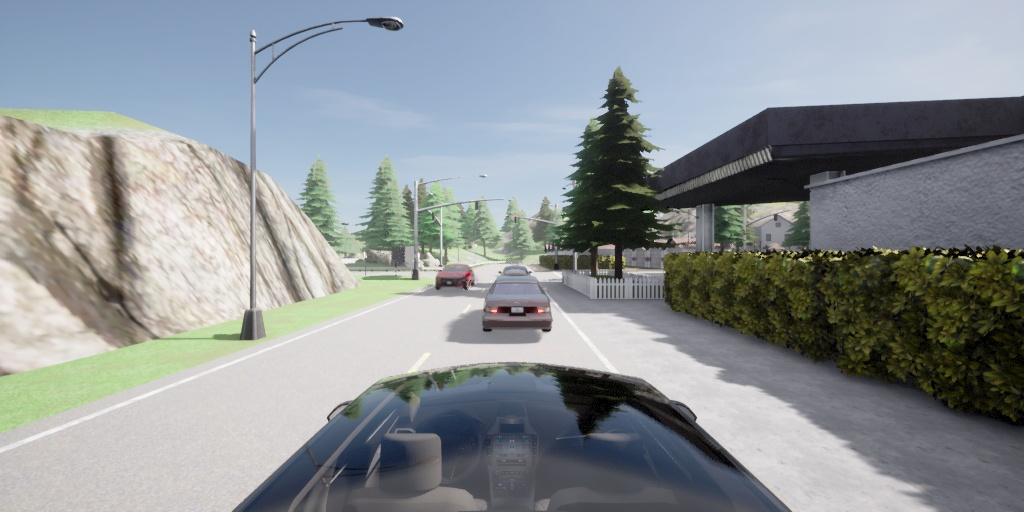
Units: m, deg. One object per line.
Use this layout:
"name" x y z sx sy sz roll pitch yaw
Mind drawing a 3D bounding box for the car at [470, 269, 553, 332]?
"car" 0.139 1.297 10.825 2.033 1.411 5.357 0 0 0

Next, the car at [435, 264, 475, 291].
"car" -3.435 1.227 22.323 1.882 1.535 5.008 0 0 1

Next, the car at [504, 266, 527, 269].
"car" 0.187 1.276 20.411 1.812 1.442 4.674 0 0 0
